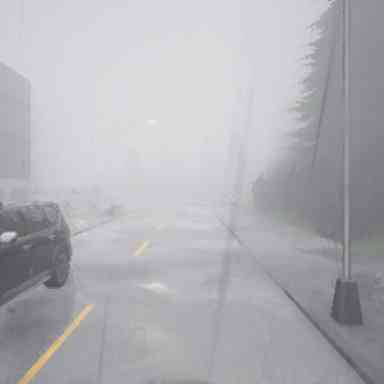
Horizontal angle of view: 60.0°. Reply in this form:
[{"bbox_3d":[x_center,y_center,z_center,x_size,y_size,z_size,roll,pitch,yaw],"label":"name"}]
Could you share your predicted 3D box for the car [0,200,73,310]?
[{"bbox_3d":[-4.099,1.213,6.265,2.150,2.045,5.566,0,0,0],"label":"car"}]
